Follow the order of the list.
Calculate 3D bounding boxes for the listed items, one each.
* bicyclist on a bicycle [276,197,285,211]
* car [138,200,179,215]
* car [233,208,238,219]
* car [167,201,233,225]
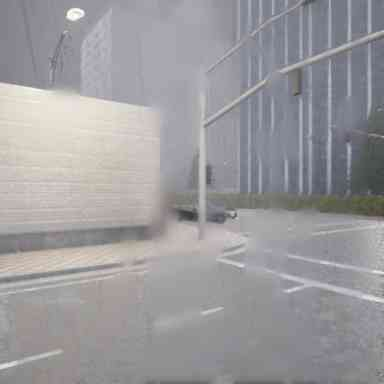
[{"bbox_3d":[10.080,1.402,37.836,1.656,1.620,0.582,0,0,-36],"label":"bicyclist on a bicycle"},{"bbox_3d":[-3.792,1.630,36.649,2.033,1.411,5.357,0,0,-35],"label":"car"},{"bbox_3d":[1.859,1.574,28.739,2.128,1.511,4.902,0,0,-36],"label":"car"},{"bbox_3d":[0.480,1.555,24.653,1.882,1.535,5.008,0,0,-36],"label":"car"}]
